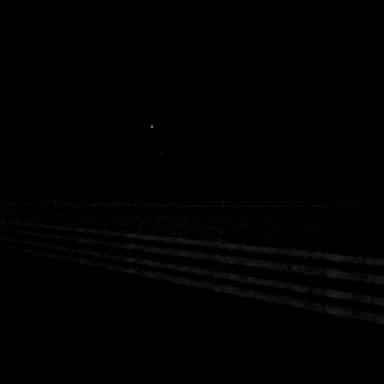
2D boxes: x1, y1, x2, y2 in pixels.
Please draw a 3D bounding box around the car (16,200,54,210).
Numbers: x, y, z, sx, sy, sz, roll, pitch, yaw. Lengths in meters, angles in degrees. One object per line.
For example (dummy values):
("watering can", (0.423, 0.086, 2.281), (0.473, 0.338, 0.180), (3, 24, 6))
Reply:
("car", (-21.771, 1.788, 46.053), (5.357, 1.411, 2.033), (0, 0, 14))
